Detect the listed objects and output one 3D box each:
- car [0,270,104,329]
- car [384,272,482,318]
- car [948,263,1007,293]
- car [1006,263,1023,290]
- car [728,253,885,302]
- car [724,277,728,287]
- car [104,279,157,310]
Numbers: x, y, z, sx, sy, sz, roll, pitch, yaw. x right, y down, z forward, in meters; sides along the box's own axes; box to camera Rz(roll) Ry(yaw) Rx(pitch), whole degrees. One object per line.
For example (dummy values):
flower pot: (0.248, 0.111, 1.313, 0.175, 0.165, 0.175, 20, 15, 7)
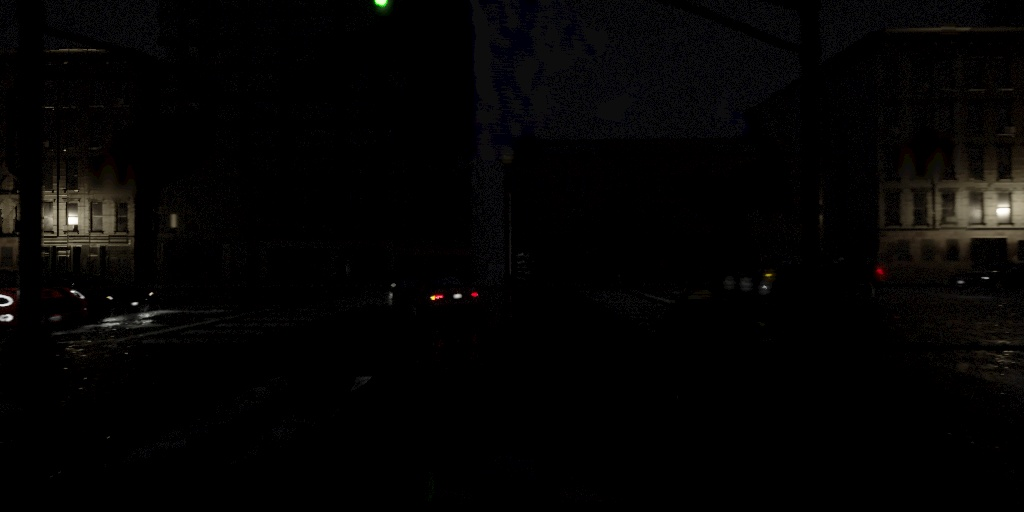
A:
car: (-14.859, 1.147, 9.956, 4.553, 1.767, 2.097, 0, 0, 1)
car: (-3.069, 1.298, 13.030, 2.033, 1.411, 5.357, 0, -1, -34)
car: (26.449, 1.117, 19.148, 4.902, 1.511, 2.128, 0, 0, 1)
car: (26.022, 1.094, 15.903, 4.902, 1.511, 2.128, 0, 0, 1)
car: (13.279, 0.901, 16.128, 5.566, 2.045, 2.150, 0, 0, 0)
car: (14.177, 1.205, 19.373, 4.892, 1.490, 1.837, 0, 0, 1)
car: (-16.510, 1.379, 13.233, 5.357, 1.411, 2.033, 0, 0, 1)
